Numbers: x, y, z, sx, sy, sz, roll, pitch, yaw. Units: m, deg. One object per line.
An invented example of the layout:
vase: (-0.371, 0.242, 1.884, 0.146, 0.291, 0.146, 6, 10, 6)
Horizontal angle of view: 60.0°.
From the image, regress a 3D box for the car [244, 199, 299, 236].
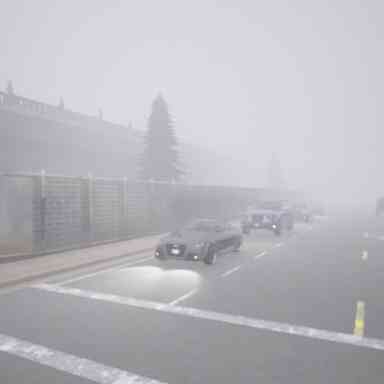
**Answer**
car: (4.875, 1.478, 20.795, 2.150, 2.045, 5.566, -1, -1, 28)

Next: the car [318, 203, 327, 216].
car: (14.278, 1.987, 38.228, 1.994, 1.385, 4.181, -1, -1, 29)

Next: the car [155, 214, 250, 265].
car: (0.410, 1.740, 12.451, 1.994, 1.385, 4.181, -1, -1, 28)

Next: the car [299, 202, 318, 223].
car: (9.500, 1.691, 29.402, 2.097, 1.767, 4.553, -1, -1, 28)

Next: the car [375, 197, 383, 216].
car: (21.479, 1.537, 36.594, 2.150, 2.045, 5.566, -1, -1, 29)
